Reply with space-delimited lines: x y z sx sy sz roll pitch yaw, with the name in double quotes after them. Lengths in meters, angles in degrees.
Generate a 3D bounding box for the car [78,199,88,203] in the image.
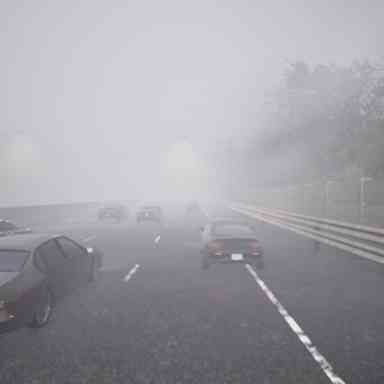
-20.975 2.109 65.251 1.812 1.442 4.674 0 -1 0 "car"

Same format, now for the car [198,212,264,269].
1.230 1.622 11.385 1.812 1.442 4.674 0 0 0 "car"

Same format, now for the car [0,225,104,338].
-3.395 1.605 6.976 2.033 1.411 5.357 0 0 0 "car"

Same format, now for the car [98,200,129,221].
-6.888 1.744 29.509 2.128 1.511 4.902 0 0 0 "car"

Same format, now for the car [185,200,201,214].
0.096 1.899 40.875 2.033 1.411 5.357 0 -1 0 "car"

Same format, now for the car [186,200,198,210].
0.026 1.973 51.386 1.812 1.442 4.674 0 -1 0 "car"

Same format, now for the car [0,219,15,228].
-6.894 1.596 10.951 1.837 1.490 4.892 0 0 0 "car"

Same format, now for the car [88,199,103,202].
-17.491 2.112 63.323 2.033 1.411 5.357 0 -1 1 "car"

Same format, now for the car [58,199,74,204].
-24.471 2.105 64.814 2.128 1.511 4.902 0 -1 0 "car"

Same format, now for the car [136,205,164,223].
-3.391 1.783 27.591 2.033 1.411 5.357 0 0 0 "car"
